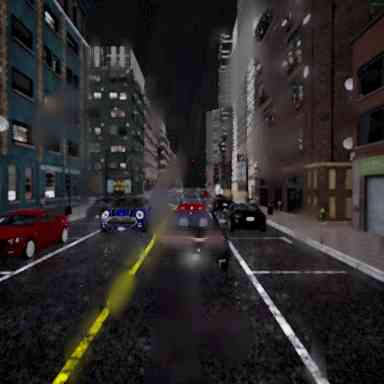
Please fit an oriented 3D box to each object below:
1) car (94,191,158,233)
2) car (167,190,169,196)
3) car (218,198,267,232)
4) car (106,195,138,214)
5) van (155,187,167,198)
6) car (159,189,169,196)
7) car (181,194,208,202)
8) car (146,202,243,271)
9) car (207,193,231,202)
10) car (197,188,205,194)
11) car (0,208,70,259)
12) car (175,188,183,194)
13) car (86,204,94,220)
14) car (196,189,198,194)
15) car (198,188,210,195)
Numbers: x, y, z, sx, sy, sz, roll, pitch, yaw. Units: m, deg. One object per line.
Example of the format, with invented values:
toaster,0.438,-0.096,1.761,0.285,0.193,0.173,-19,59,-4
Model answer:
car,-3.163,1.001,17.015,2.097,1.767,4.553,0,1,0
car,-5.953,-0.019,66.017,2.192,1.841,5.009,0,1,0
car,2.628,1.211,17.086,1.947,1.339,4.313,0,1,0
car,-5.799,1.006,28.108,1.802,1.307,4.206,0,1,0
van,-5.931,0.117,60.491,1.690,1.788,3.998,0,1,0
car,-5.978,0.101,71.549,1.887,1.381,4.507,0,1,0
car,-0.013,1.088,24.875,1.895,1.301,4.718,0,1,0
car,0.047,1.280,10.167,2.128,1.511,4.902,0,1,0
car,2.582,0.986,28.130,1.947,1.339,4.313,0,1,0
car,2.335,-0.333,88.159,1.967,1.590,4.097,0,1,0
car,-5.730,1.307,11.541,1.887,1.381,4.507,0,1,0
car,-3.358,-0.231,87.353,1.812,1.442,4.674,0,1,0
car,-5.776,1.103,22.586,1.947,1.339,4.313,0,1,0
car,2.404,-0.008,71.580,1.967,1.590,4.097,0,1,0
car,2.449,0.353,60.529,1.802,1.307,4.206,0,1,0
